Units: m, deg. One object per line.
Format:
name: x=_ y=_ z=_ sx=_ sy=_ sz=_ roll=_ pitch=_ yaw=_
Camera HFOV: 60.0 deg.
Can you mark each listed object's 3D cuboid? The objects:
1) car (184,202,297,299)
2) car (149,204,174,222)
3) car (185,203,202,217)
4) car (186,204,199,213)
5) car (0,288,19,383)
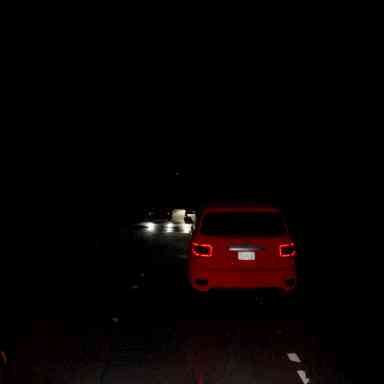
car: x=0.979 y=1.251 z=8.620 sx=2.150 sy=2.045 sz=5.566 roll=0 pitch=0 yaw=0
car: x=-2.691 y=1.789 z=29.716 sx=1.882 sy=1.535 sz=5.008 roll=0 pitch=-1 yaw=0
car: x=0.144 y=2.048 z=38.526 sx=1.812 sy=1.442 sz=4.674 roll=0 pitch=-2 yaw=-1
car: x=0.095 y=2.393 z=48.475 sx=1.895 sy=1.301 sz=4.718 roll=0 pitch=-2 yaw=0
car: x=-2.848 y=1.478 z=1.616 sx=1.882 sy=1.535 sz=5.008 roll=0 pitch=0 yaw=0
